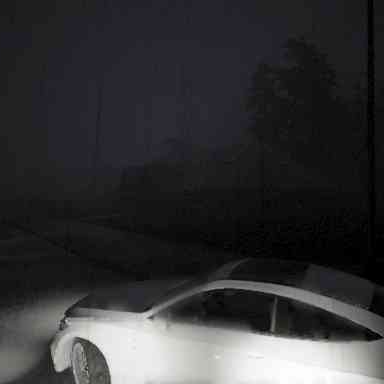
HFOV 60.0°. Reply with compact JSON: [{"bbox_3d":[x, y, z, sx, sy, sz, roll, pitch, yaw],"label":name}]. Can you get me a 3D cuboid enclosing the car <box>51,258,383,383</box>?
[{"bbox_3d":[0.616,1.508,3.679,4.674,1.442,1.812,0,1,25],"label":"car"}]
